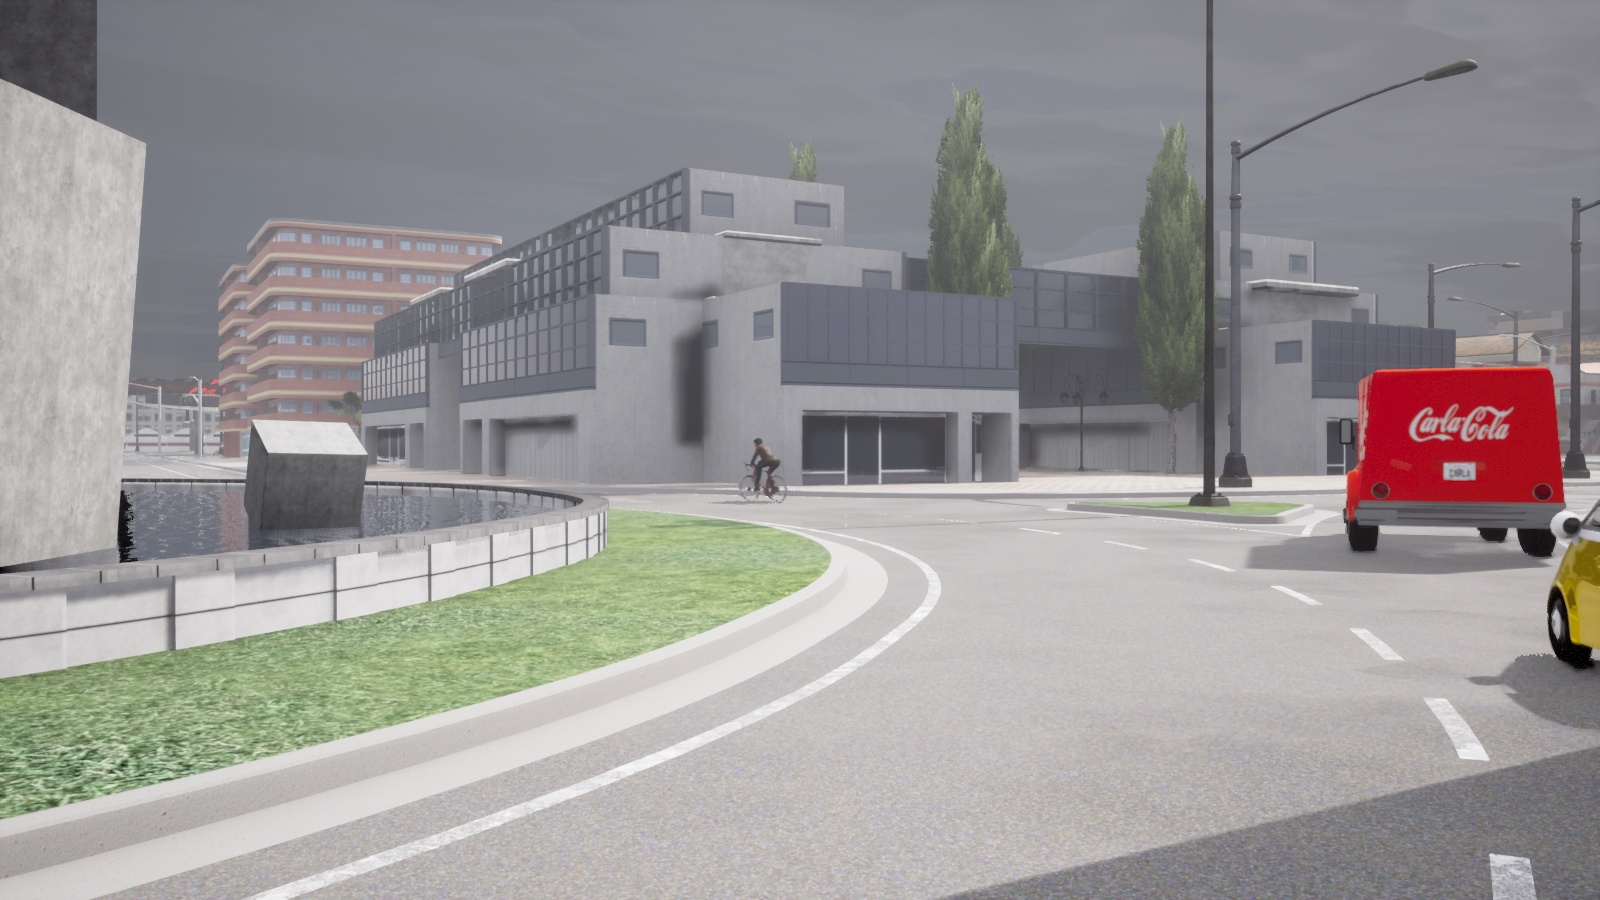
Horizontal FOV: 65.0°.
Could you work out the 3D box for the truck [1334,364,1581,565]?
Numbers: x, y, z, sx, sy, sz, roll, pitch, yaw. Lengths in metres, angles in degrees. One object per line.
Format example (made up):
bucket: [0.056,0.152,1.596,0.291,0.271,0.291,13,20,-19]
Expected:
truck: [9.293,0.164,18.295,2.627,2.467,5.204,0,0,21]

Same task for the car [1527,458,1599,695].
car: [5.614,0.762,7.744,1.481,1.376,2.207,0,1,17]

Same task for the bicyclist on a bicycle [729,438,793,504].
bicyclist on a bicycle: [-0.986,0.521,31.629,1.656,1.620,0.582,0,1,43]
